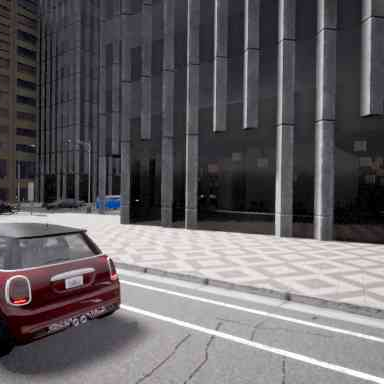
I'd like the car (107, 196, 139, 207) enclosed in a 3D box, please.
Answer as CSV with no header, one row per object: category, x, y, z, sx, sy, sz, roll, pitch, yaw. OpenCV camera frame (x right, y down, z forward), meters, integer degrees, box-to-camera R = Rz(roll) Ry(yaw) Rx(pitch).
car,-10.208,1.428,49.578,1.812,1.442,4.674,1,1,36

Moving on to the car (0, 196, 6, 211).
car,-22.972,1.324,36.432,1.967,1.590,4.097,1,1,36

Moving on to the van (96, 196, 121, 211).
van,-9.690,1.339,40.271,1.690,1.788,3.998,1,1,36

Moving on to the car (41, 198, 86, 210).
car,-15.955,1.461,41.608,2.033,1.411,5.357,1,1,36

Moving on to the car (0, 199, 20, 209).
car,-19.036,1.497,31.953,1.812,1.442,4.674,1,1,37

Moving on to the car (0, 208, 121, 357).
car,-3.474,1.349,6.155,4.553,1.767,2.097,0,0,35
